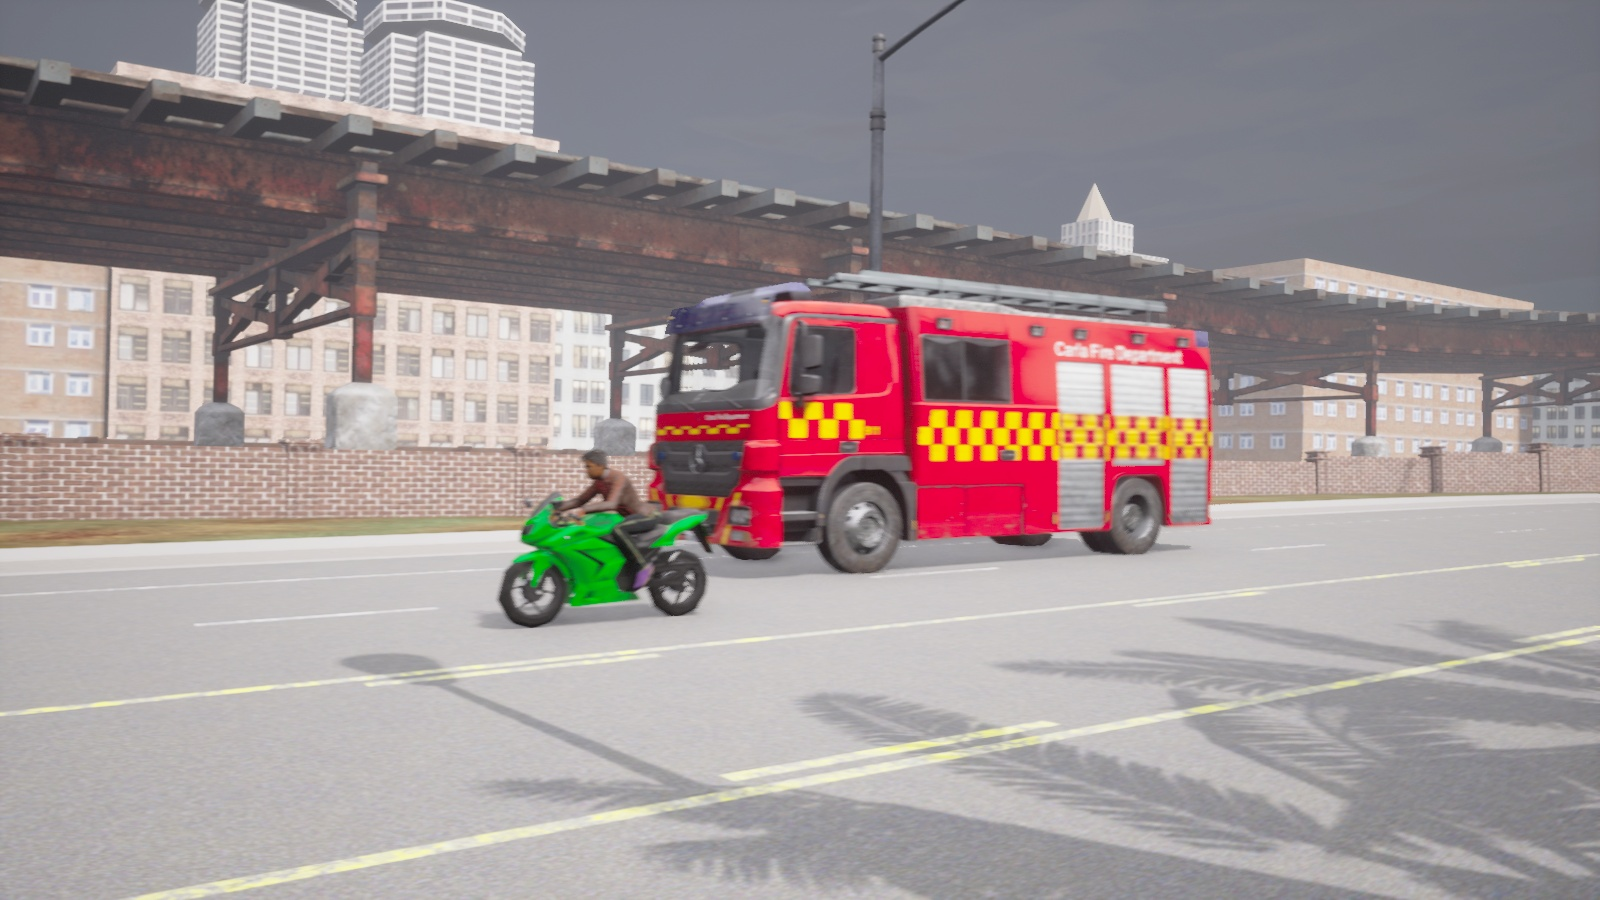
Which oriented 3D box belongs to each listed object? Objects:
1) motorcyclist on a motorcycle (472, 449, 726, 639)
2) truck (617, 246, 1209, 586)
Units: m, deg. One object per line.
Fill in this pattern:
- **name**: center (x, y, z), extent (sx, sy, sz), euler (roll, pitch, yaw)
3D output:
- **motorcyclist on a motorcycle**: center (-1.734, 0.758, 10.971), extent (2.044, 1.523, 0.797), euler (0, 0, -34)
- **truck**: center (1.899, -0.389, 17.781), extent (8.468, 3.827, 2.891), euler (0, 0, -35)
